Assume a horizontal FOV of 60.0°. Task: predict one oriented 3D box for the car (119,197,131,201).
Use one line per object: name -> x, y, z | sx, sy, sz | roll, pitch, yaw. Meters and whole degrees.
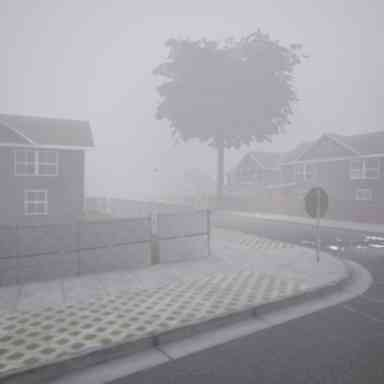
car -> -10.924, 1.459, 53.275 | 1.812, 1.442, 4.674 | 0, 0, -23
